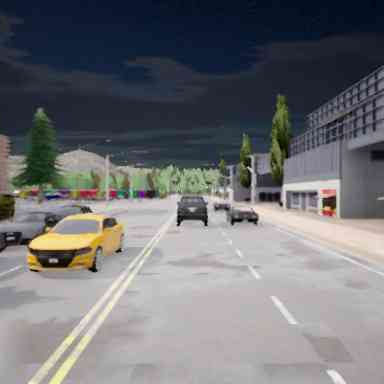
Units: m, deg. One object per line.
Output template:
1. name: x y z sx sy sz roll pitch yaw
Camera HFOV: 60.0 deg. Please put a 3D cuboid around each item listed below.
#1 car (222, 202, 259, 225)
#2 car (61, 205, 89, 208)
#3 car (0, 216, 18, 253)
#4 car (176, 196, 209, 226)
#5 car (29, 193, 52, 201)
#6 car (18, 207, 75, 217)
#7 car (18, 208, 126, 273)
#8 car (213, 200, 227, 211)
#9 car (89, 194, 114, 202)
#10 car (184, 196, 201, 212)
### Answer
1. car: 3.537 1.657 24.275 1.895 1.301 4.718 0 0 0
2. car: -7.035 1.550 19.354 1.837 1.490 4.892 0 0 0
3. car: -7.082 1.569 8.738 2.033 1.411 5.357 0 0 0
4. car: 0.039 1.281 24.188 2.150 2.045 5.566 0 0 1
5. car: -38.835 1.595 85.212 3.806 1.475 1.970 0 0 0
6. car: -6.992 1.601 14.852 1.994 1.385 4.181 0 0 0
7. car: -3.532 1.503 11.034 1.882 1.535 5.008 0 0 1
8. car: 3.594 1.696 41.378 1.895 1.301 4.718 0 0 0
9. car: -21.429 1.338 79.592 4.605 1.855 1.932 0 0 0
10. car: 0.092 1.449 41.925 2.097 1.767 4.553 0 0 0
